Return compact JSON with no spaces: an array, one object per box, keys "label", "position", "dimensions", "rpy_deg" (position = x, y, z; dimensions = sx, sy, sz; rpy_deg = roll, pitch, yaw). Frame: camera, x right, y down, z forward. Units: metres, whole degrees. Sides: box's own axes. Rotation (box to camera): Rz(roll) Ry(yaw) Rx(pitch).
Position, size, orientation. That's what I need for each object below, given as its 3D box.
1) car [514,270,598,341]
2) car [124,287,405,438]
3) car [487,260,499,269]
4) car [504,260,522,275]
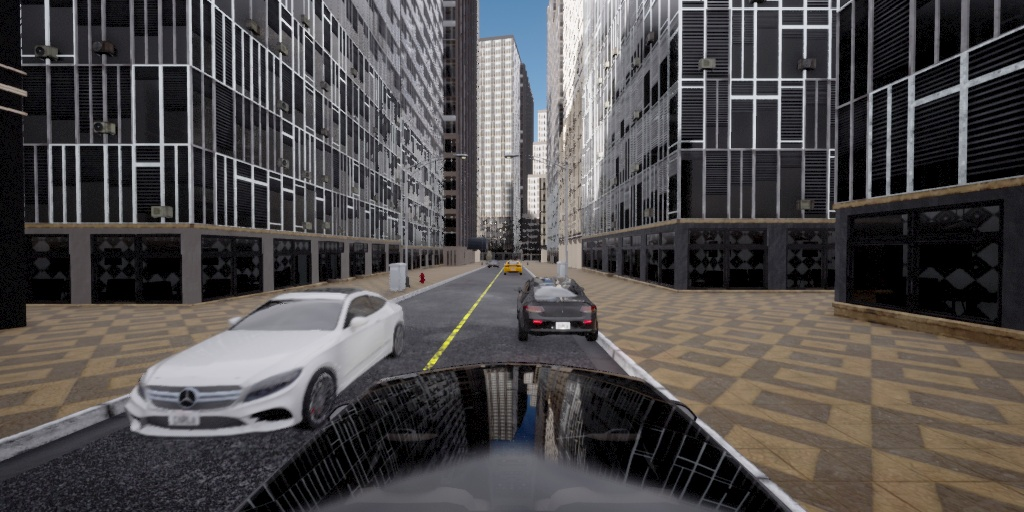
[{"label":"car","position":[1.057,1.276,9.724],"dimensions":[1.812,1.442,4.674],"rpy_deg":[0,0,0]},{"label":"car","position":[-3.097,1.275,5.718],"dimensions":[1.812,1.442,4.674],"rpy_deg":[0,0,0]},{"label":"car","position":[-2.944,1.322,57.199],"dimensions":[2.033,1.411,5.357],"rpy_deg":[0,0,0]},{"label":"car","position":[0.117,1.237,39.378],"dimensions":[1.882,1.535,5.008],"rpy_deg":[0,0,0]}]
